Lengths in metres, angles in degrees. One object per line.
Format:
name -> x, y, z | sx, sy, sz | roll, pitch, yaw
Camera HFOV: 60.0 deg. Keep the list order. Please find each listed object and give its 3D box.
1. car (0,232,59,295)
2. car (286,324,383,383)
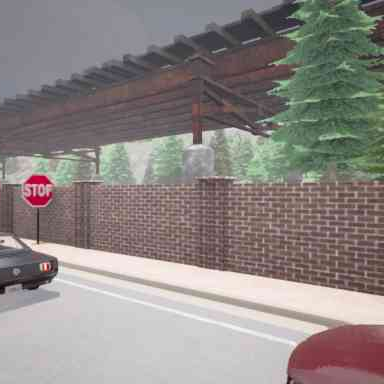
car -> -5.265, 1.601, 7.805 | 4.718, 1.301, 1.895 | 0, 0, 36
car -> 2.885, 1.526, 1.885 | 4.674, 1.442, 1.812 | 0, 0, 36
